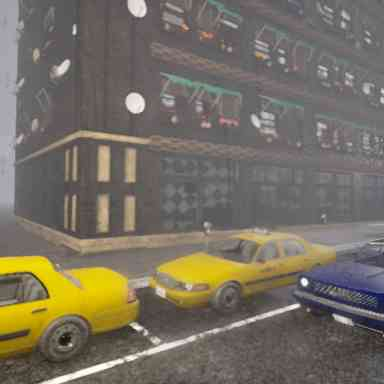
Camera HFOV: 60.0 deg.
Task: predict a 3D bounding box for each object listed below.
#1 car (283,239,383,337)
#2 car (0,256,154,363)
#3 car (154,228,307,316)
[{"bbox_3d":[4.059,1.608,6.277,4.718,1.301,1.895,0,0,-36],"label":"car"},{"bbox_3d":[-3.090,1.526,4.336,4.829,1.417,1.752,0,1,-36],"label":"car"},{"bbox_3d":[1.394,1.532,7.538,4.829,1.417,1.752,0,1,-36],"label":"car"}]
